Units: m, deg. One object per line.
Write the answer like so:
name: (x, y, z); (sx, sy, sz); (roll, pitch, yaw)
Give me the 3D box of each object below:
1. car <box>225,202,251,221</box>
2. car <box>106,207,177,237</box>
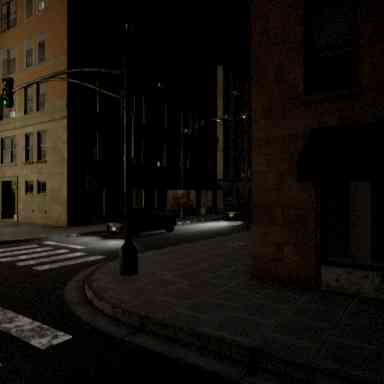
car: (4.628, 1.644, 29.089); (2.128, 1.511, 4.902); (0, 0, 36)
car: (-2.671, 1.610, 18.782); (1.812, 1.442, 4.674); (0, 0, 34)
